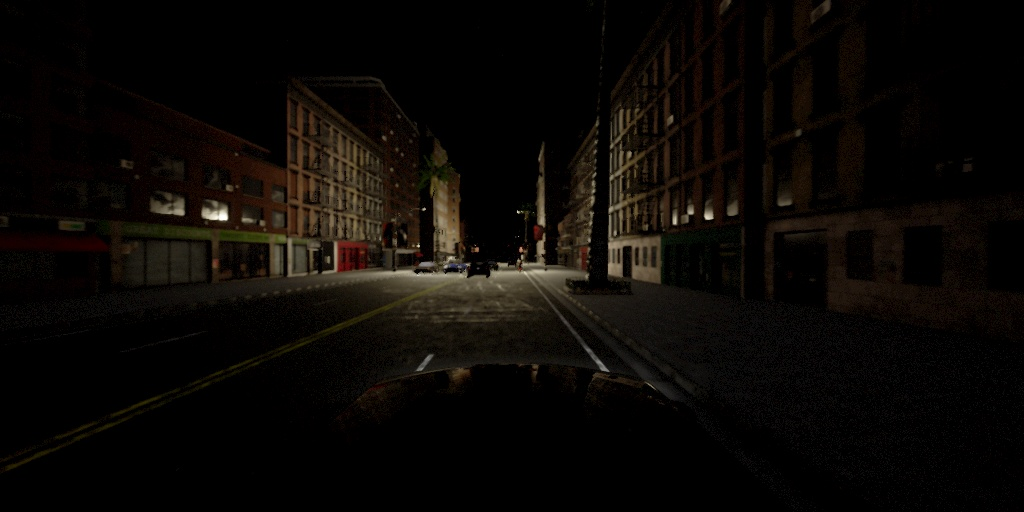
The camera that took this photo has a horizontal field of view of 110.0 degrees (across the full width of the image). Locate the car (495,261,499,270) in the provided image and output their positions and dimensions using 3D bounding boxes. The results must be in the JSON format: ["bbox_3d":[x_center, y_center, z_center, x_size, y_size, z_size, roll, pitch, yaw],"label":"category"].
[{"bbox_3d":[-3.141,1.482,56.985,1.994,1.385,4.181,0,0,0],"label":"car"}]

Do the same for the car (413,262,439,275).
[{"bbox_3d":[-9.827,1.392,41.480,2.033,1.411,5.357,0,0,0],"label":"car"}]

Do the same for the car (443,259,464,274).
[{"bbox_3d":[-6.575,1.196,41.655,2.097,1.767,4.553,0,0,0],"label":"car"}]

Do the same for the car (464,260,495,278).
[{"bbox_3d":[-3.144,1.171,35.620,2.097,1.767,4.553,0,0,0],"label":"car"}]

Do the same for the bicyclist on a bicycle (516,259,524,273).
[{"bbox_3d":[0.886,1.272,39.338,0.866,1.612,1.509,0,0,0],"label":"bicyclist on a bicycle"}]
